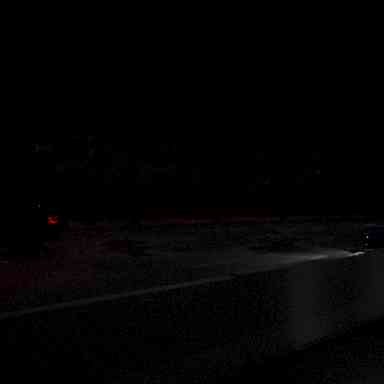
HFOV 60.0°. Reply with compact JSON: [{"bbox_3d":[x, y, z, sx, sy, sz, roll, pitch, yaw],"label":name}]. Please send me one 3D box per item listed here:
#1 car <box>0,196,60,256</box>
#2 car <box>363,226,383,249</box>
[{"bbox_3d":[-7.515,1.169,11.375,5.566,2.045,2.150,0,0,-35],"label":"car"},{"bbox_3d":[8.895,1.589,12.945,5.008,1.535,1.882,1,0,-26],"label":"car"}]
